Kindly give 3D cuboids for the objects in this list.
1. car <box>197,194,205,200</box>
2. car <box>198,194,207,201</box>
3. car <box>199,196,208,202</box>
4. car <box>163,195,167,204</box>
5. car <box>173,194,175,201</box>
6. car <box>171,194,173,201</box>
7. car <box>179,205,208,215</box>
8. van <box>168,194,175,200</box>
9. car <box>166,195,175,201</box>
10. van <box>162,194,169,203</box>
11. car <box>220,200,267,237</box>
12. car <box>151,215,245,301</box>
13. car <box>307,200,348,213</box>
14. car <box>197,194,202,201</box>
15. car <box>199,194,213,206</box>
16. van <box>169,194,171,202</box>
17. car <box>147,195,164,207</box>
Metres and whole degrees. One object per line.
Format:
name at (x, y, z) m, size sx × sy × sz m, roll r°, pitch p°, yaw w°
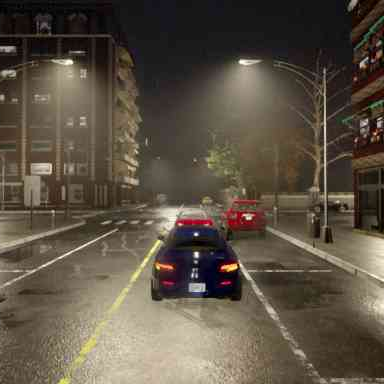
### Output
car at (2.579, 1.395, 94.923) m, size 2.192 × 1.841 × 5.009 m, roll 1°, pitch 0°, yaw 0°
car at (2.594, 1.381, 83.848) m, size 2.192 × 1.841 × 5.009 m, roll 1°, pitch 0°, yaw 0°
car at (2.597, 1.626, 78.309) m, size 1.947 × 1.339 × 4.313 m, roll 1°, pitch 0°, yaw 0°
car at (-5.753, 1.619, 56.151) m, size 1.802 × 1.307 × 4.206 m, roll 1°, pitch 0°, yaw 0°
car at (-5.782, 1.610, 78.306) m, size 2.008 × 1.369 × 4.403 m, roll 1°, pitch 0°, yaw 0°
car at (-5.775, 1.635, 72.767) m, size 1.802 × 1.307 × 4.206 m, roll 1°, pitch 0°, yaw 0°
car at (0.076, 1.609, 17.936) m, size 1.895 × 1.301 × 4.718 m, roll 0°, pitch 0°, yaw 0°
van at (-5.801, 1.421, 94.922) m, size 1.690 × 1.788 × 3.998 m, roll 1°, pitch 0°, yaw 0°
car at (-5.798, 1.624, 89.383) m, size 2.008 × 1.369 × 4.403 m, roll 1°, pitch 0°, yaw 0°
van at (-5.756, 1.383, 61.690) m, size 1.690 × 1.788 × 3.998 m, roll 1°, pitch 0°, yaw 0°
car at (2.683, 1.323, 18.126) m, size 2.192 × 1.841 × 5.009 m, roll 1°, pitch 0°, yaw 0°
car at (0.090, 1.529, 8.193) m, size 1.812 × 1.442 × 4.674 m, roll 0°, pitch 0°, yaw 0°
car at (15.163, 1.609, 37.176) m, size 4.313 × 1.339 × 1.947 m, roll 0°, pitch -1°, yaw 0°
car at (2.605, 1.604, 72.770) m, size 2.008 × 1.369 × 4.403 m, roll 1°, pitch 0°, yaw 0°
car at (2.628, 1.562, 56.327) m, size 1.752 × 1.417 × 4.829 m, roll 1°, pitch 0°, yaw 0°
van at (-5.763, 1.388, 67.229) m, size 1.690 × 1.788 × 3.998 m, roll 1°, pitch 0°, yaw 0°
car at (-5.745, 1.614, 50.614) m, size 1.802 × 1.307 × 4.206 m, roll 1°, pitch 0°, yaw 0°
